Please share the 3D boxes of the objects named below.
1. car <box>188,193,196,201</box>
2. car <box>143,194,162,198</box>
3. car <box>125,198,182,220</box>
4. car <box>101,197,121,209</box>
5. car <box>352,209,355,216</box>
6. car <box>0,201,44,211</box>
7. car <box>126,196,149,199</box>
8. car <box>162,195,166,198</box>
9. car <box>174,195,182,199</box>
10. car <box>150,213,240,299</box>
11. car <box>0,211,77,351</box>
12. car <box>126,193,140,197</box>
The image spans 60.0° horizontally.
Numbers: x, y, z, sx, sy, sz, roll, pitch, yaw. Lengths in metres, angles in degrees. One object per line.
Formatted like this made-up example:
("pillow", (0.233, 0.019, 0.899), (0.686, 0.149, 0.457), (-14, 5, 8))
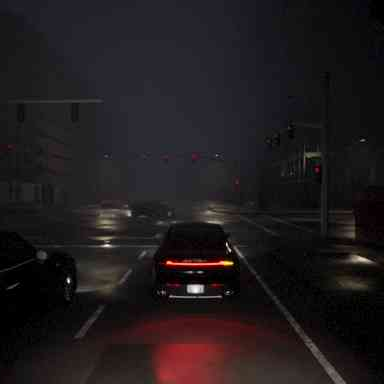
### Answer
("car", (-0.004, 1.224, 84.459), (2.150, 2.045, 5.566), (0, 0, 1))
("car", (-7.318, 1.547, 61.577), (2.033, 1.411, 5.357), (0, 0, 1))
("car", (-3.393, 1.516, 28.466), (2.128, 1.511, 4.902), (-1, 0, -40))
("car", (-10.964, 1.477, 45.129), (1.882, 1.535, 5.008), (0, 0, 0))
("car", (15.976, 1.656, 27.665), (4.718, 1.301, 1.895), (0, 0, 0))
("car", (-16.542, 1.574, 31.346), (4.674, 1.442, 1.812), (0, 1, -19))
("car", (-7.472, 1.600, 45.662), (1.895, 1.301, 4.718), (0, 0, 0))
("car", (-7.085, 1.339, 77.267), (1.882, 1.535, 5.008), (0, 0, 1))
("car", (-3.507, 1.552, 84.235), (1.994, 1.385, 4.181), (0, 0, 1))
("car", (0.082, 1.505, 8.441), (1.837, 1.490, 4.892), (0, 0, 0))
("car", (-3.445, 1.352, 5.119), (2.097, 1.767, 4.553), (0, 0, 0))
("car", (-10.817, 1.223, 61.625), (2.150, 2.045, 5.566), (0, 0, 1))
